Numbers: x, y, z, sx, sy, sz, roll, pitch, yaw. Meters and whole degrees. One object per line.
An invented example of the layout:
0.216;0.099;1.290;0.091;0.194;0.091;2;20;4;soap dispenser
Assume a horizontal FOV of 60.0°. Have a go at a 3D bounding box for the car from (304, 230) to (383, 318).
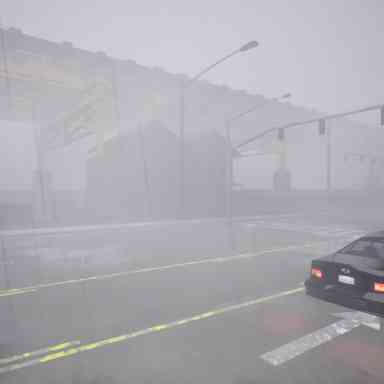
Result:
4.692;1.547;7.133;5.357;1.411;2.033;0;0;-35;car
